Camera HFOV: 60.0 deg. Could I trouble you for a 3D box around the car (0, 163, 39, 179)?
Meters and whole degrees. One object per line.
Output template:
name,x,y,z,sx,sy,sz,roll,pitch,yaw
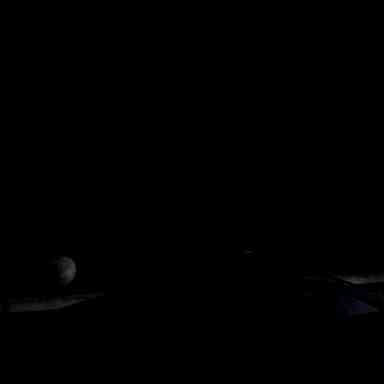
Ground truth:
car,-18.941,-2.280,35.139,4.674,1.452,2.002,2,5,-16

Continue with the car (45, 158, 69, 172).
car,-26.337,-5.366,61.714,5.566,2.045,2.435,2,5,-16

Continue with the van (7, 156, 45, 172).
van,-19.550,-2.820,37.808,4.442,1.987,1.878,2,5,-16

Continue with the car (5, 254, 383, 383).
car,0.400,1.412,3.338,4.181,1.385,1.994,0,3,-23

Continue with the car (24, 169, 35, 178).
car,-18.202,-2.040,32.473,5.008,1.535,2.097,2,5,-16

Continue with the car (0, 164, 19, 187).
car,-15.975,-1.198,24.493,5.008,1.535,2.097,2,5,-16

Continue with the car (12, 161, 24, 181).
car,-16.682,-1.603,27.150,4.553,1.767,2.185,2,5,-16

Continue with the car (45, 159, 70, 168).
car,-29.307,-6.217,72.380,4.792,1.488,2.163,2,6,-16
